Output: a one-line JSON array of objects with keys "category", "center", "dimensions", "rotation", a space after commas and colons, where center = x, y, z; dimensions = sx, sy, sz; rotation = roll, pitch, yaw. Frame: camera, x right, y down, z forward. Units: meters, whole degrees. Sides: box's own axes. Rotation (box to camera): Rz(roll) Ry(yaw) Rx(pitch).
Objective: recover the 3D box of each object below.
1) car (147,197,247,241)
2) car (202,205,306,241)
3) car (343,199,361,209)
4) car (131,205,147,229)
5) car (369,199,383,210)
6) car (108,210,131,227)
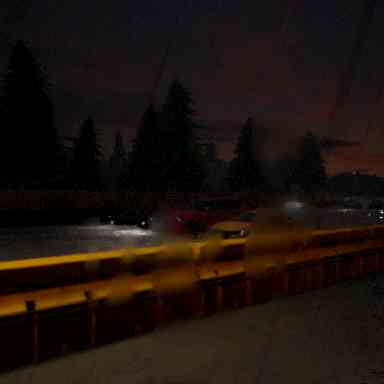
[{"category": "car", "center": [0.718, 1.292, 17.571], "dimensions": [5.566, 2.045, 2.150], "rotation": [0, 0, -37]}, {"category": "car", "center": [3.112, 1.557, 15.020], "dimensions": [5.008, 1.535, 1.882], "rotation": [0, 0, -37]}, {"category": "car", "center": [24.941, 1.872, 51.748], "dimensions": [2.128, 1.511, 4.902], "rotation": [0, 0, 38]}, {"category": "car", "center": [-1.226, 1.632, 20.520], "dimensions": [4.181, 1.385, 1.994], "rotation": [1, 0, -37]}, {"category": "car", "center": [27.865, 1.897, 49.825], "dimensions": [1.837, 1.490, 4.892], "rotation": [0, 0, 37]}, {"category": "car", "center": [-3.117, 1.614, 23.426], "dimensions": [5.357, 1.411, 2.033], "rotation": [1, 0, -37]}]
